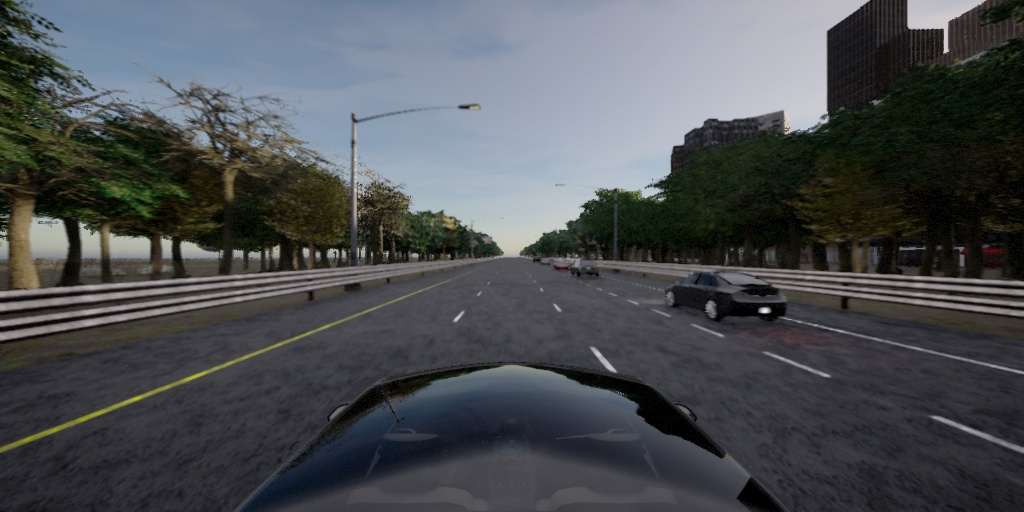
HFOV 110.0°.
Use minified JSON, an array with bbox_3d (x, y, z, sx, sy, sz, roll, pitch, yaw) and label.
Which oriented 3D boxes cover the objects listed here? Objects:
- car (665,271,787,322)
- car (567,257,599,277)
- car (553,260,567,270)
[{"bbox_3d":[7.003,1.267,12.353,1.837,1.490,4.892,0,0,0],"label":"car"},{"bbox_3d":[7.054,1.116,35.245,2.097,1.767,4.553,0,0,0],"label":"car"},{"bbox_3d":[7.114,1.334,52.300,1.994,1.385,4.181,0,0,0],"label":"car"}]
